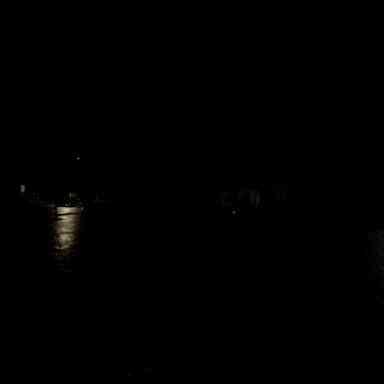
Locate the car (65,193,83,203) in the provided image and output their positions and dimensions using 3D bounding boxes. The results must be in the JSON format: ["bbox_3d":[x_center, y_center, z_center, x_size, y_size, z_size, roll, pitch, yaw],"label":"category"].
[{"bbox_3d":[-18.009,0.958,50.570,2.128,1.511,4.902,-1,1,-35],"label":"car"}]

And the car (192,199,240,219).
[{"bbox_3d":[1.852,1.299,26.663,1.812,1.442,4.674,-1,1,-34],"label":"car"}]
